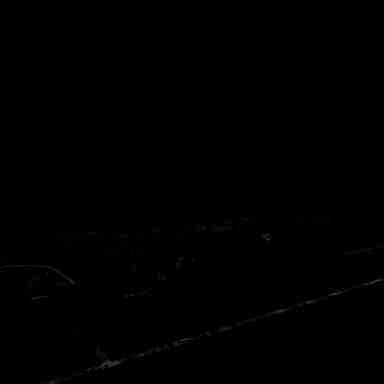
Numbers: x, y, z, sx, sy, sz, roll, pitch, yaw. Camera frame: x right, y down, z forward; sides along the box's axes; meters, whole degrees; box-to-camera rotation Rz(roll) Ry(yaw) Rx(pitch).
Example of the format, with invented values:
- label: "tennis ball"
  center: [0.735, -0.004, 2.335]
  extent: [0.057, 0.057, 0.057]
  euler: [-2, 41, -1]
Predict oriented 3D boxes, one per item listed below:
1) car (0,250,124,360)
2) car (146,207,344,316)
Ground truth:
- label: "car"
  center: [-3.105, 1.551, 4.434]
  extent: [4.403, 1.369, 2.008]
  euler: [0, 0, -35]
- label: "car"
  center: [1.471, 1.315, 7.679]
  extent: [5.009, 1.841, 2.192]
  euler: [0, 0, -35]
